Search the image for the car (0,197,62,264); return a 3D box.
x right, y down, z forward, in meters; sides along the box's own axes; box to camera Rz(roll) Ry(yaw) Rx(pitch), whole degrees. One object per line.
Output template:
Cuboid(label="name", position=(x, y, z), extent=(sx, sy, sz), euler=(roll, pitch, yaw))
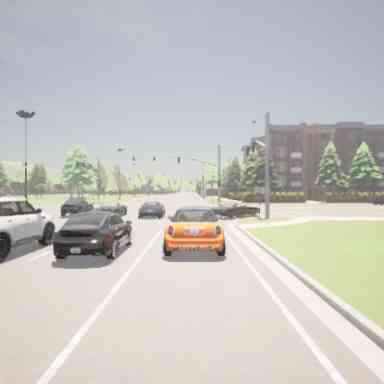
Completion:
Cuboid(label="car", position=(-6.918, 1.184, 11.851), extent=(2.150, 2.045, 5.566), euler=(0, 0, 0))

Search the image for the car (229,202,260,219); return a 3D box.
Cuboid(label="car", position=(3.760, 1.514, 27.960), extent=(4.718, 1.301, 1.895), euler=(0, 0, -44))

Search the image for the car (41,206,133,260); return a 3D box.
Cuboid(label="car", position=(-3.417, 1.467, 12.200), extent=(1.837, 1.490, 4.892), euler=(0, 0, 0))

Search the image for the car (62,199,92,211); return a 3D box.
Cuboid(label="car", position=(-10.412, 1.409, 30.439), extent=(1.837, 1.490, 4.892), euler=(0, 0, 0))

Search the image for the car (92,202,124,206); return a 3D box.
Cuboid(label="car", position=(-6.912, 1.510, 29.152), extent=(1.895, 1.301, 4.718), euler=(0, 0, 0))

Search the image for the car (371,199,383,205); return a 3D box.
Cuboid(label="car", position=(30.674, 1.441, 51.843), extent=(4.718, 1.301, 1.895), euler=(0, 0, 0))

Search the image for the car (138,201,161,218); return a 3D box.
Cuboid(label="car", position=(-3.414, 1.474, 28.830), extent=(1.994, 1.385, 4.181), euler=(0, 0, 0))

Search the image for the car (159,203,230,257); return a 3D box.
Cuboid(label="car", position=(0.085, 1.312, 12.945), extent=(2.097, 1.767, 4.553), euler=(0, 0, 0))
